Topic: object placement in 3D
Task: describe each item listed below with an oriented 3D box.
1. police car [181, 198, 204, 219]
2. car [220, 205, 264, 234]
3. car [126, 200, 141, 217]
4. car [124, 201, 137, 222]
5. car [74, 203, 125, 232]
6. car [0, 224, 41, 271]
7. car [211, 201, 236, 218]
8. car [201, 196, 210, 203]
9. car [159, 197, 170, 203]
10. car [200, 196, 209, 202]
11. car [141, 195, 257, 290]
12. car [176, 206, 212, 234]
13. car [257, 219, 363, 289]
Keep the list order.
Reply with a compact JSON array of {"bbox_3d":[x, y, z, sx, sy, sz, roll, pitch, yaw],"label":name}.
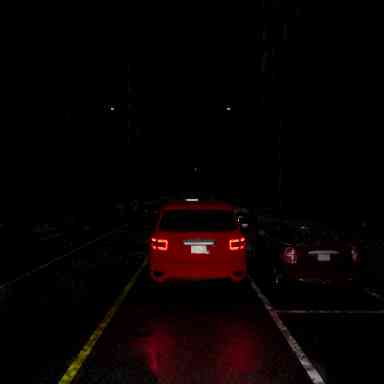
[{"bbox_3d":[0.008,1.428,30.250,1.930,1.638,5.238,0,0,0],"label":"police car"},{"bbox_3d":[2.859,1.552,20.135,2.008,1.369,4.403,0,0,0],"label":"car"},{"bbox_3d":[-5.663,1.444,31.141,1.967,1.590,4.097,0,0,0],"label":"car"},{"bbox_3d":[-5.665,1.584,25.639,1.802,1.307,4.206,0,0,0],"label":"car"},{"bbox_3d":[-5.666,1.567,20.138,1.947,1.339,4.313,0,0,0],"label":"car"},{"bbox_3d":[-5.669,1.582,9.135,1.802,1.307,4.206,0,0,0],"label":"car"},{"bbox_3d":[2.863,1.569,31.138,1.947,1.339,4.313,0,0,0],"label":"car"},{"bbox_3d":[2.919,1.580,73.807,1.752,1.417,4.829,0,0,0],"label":"car"},{"bbox_3d":[-5.617,1.626,68.244,1.802,1.307,4.206,0,0,0],"label":"car"},{"bbox_3d":[2.931,1.616,79.046,2.008,1.369,4.403,0,0,0],"label":"car"},{"bbox_3d":[0.106,1.221,9.216,2.150,2.045,5.566,0,0,-1],"label":"car"},{"bbox_3d":[0.104,1.602,19.986,1.895,1.301,4.718,0,0,0],"label":"car"},{"bbox_3d":[2.856,1.440,9.132,1.967,1.590,4.097,0,0,0],"label":"car"}]
